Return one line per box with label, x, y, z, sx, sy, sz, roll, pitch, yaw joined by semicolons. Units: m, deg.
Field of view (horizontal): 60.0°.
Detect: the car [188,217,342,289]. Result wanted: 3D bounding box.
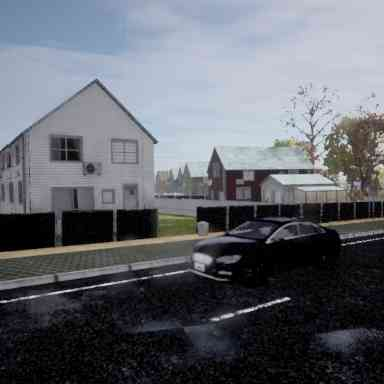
car;2.178;1.488;9.214;4.902;1.511;2.128;0;0;-35
